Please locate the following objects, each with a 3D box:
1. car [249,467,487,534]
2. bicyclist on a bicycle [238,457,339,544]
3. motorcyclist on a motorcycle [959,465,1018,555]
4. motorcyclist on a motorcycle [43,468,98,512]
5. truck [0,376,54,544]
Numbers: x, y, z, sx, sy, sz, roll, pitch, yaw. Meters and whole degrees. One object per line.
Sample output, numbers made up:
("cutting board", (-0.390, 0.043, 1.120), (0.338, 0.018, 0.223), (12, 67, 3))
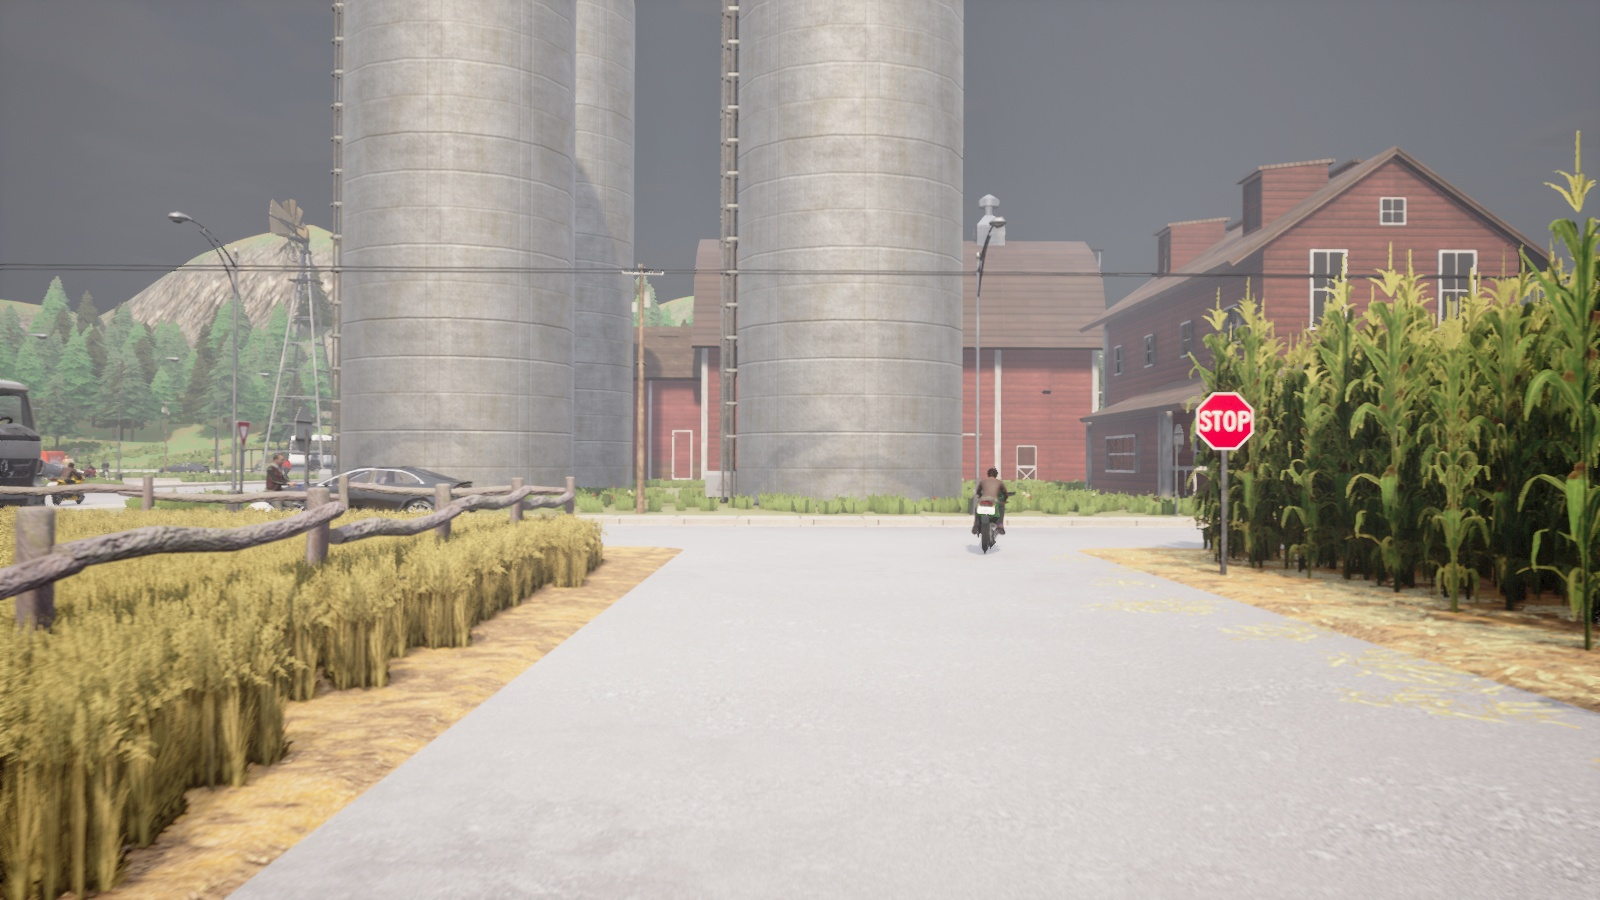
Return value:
("car", (-10.109, 1.162, 29.696), (4.902, 1.511, 2.128), (0, -1, 0))
("bicyclist on a bicycle", (-10.660, 1.040, 26.203), (1.843, 1.776, 0.659), (0, -1, 0))
("motorcyclist on a motorcycle", (3.483, 1.060, 23.045), (0.797, 1.523, 2.044), (3, 0, 15))
("motorcyclist on a motorcycle", (-26.046, 1.420, 44.886), (0.797, 1.523, 2.044), (0, -1, -1))
("truck", (-20.382, 0.226, 26.155), (7.936, 3.462, 2.891), (0, -1, 0))
